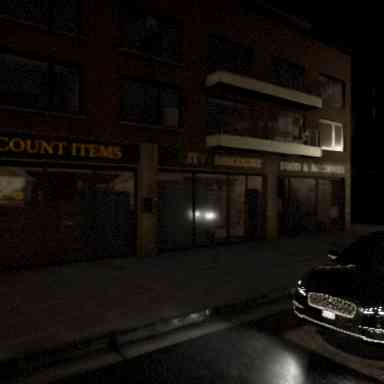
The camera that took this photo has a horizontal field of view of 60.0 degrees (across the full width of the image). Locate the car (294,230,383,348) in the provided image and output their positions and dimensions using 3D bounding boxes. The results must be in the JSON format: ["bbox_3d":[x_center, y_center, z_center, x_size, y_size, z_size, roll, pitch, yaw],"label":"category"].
[{"bbox_3d":[3.930,1.515,6.158,4.892,1.490,1.837,0,0,-35],"label":"car"}]
